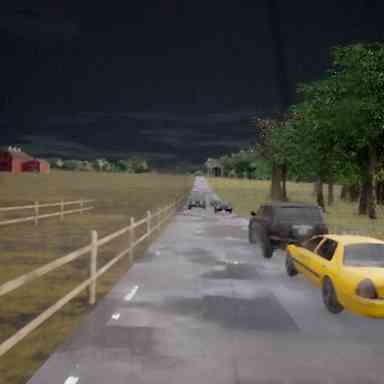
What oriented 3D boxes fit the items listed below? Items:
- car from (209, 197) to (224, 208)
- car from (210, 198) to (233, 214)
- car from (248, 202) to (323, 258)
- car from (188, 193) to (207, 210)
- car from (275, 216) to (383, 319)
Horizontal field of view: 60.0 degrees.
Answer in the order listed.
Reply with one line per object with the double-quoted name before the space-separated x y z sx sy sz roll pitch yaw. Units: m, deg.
"car" 3.547 1.459 48.503 1.895 1.301 4.718 2 1 1
"car" 3.364 1.640 36.889 1.895 1.301 4.718 2 1 2
"car" 3.730 1.422 13.769 2.150 2.045 5.566 2 0 1
"car" 0.674 1.126 41.466 2.150 2.045 5.566 2 1 1
"car" 3.615 1.633 7.931 1.801 1.575 5.366 2 0 1
